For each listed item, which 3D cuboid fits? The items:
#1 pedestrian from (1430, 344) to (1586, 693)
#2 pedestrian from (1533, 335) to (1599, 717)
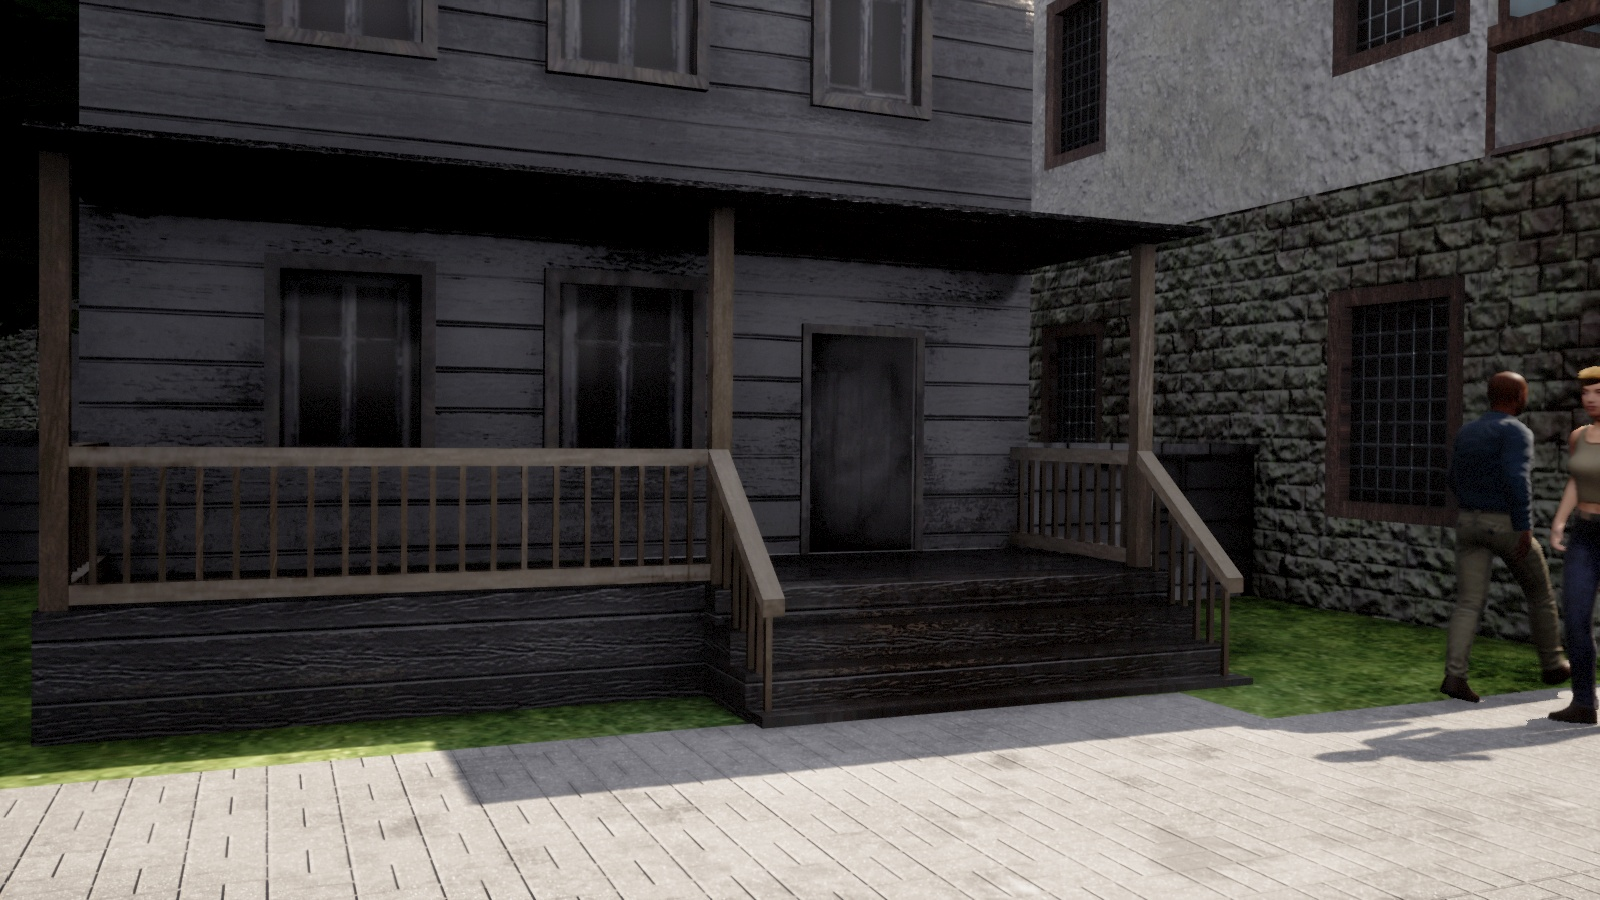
[{"bbox_3d":[3.885,0.354,6.892,0.726,1.835,0.370,-1,1,-22],"label":"pedestrian"},{"bbox_3d":[4.052,0.361,6.315,0.594,1.836,0.345,-1,1,-23],"label":"pedestrian"}]
